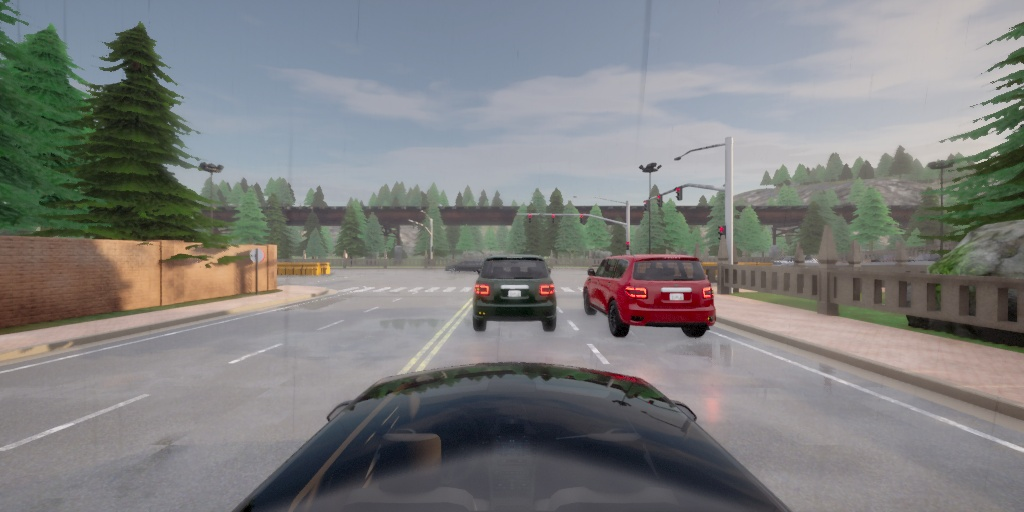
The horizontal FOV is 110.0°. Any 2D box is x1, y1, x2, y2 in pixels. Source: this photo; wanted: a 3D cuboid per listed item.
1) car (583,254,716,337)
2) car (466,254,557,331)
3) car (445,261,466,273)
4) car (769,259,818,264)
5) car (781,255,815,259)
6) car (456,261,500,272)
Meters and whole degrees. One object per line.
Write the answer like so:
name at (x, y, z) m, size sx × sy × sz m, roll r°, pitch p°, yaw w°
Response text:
car at (3.569, 0.971, 10.409) m, size 2.150 × 2.045 × 5.566 m, roll 0°, pitch 0°, yaw 0°
car at (0.069, 0.971, 11.086) m, size 2.150 × 2.045 × 5.566 m, roll 0°, pitch 0°, yaw 0°
car at (-5.420, 1.255, 42.286) m, size 4.892 × 1.490 × 1.837 m, roll 0°, pitch 0°, yaw 0°
car at (32.998, 1.350, 42.098) m, size 4.718 × 1.301 × 1.895 m, roll 0°, pitch 0°, yaw 0°
car at (35.633, 0.953, 45.595) m, size 5.566 × 2.045 × 2.150 m, roll -1°, pitch 0°, yaw 0°
car at (-4.254, 1.297, 45.779) m, size 5.357 × 1.411 × 2.033 m, roll 0°, pitch 0°, yaw 0°
